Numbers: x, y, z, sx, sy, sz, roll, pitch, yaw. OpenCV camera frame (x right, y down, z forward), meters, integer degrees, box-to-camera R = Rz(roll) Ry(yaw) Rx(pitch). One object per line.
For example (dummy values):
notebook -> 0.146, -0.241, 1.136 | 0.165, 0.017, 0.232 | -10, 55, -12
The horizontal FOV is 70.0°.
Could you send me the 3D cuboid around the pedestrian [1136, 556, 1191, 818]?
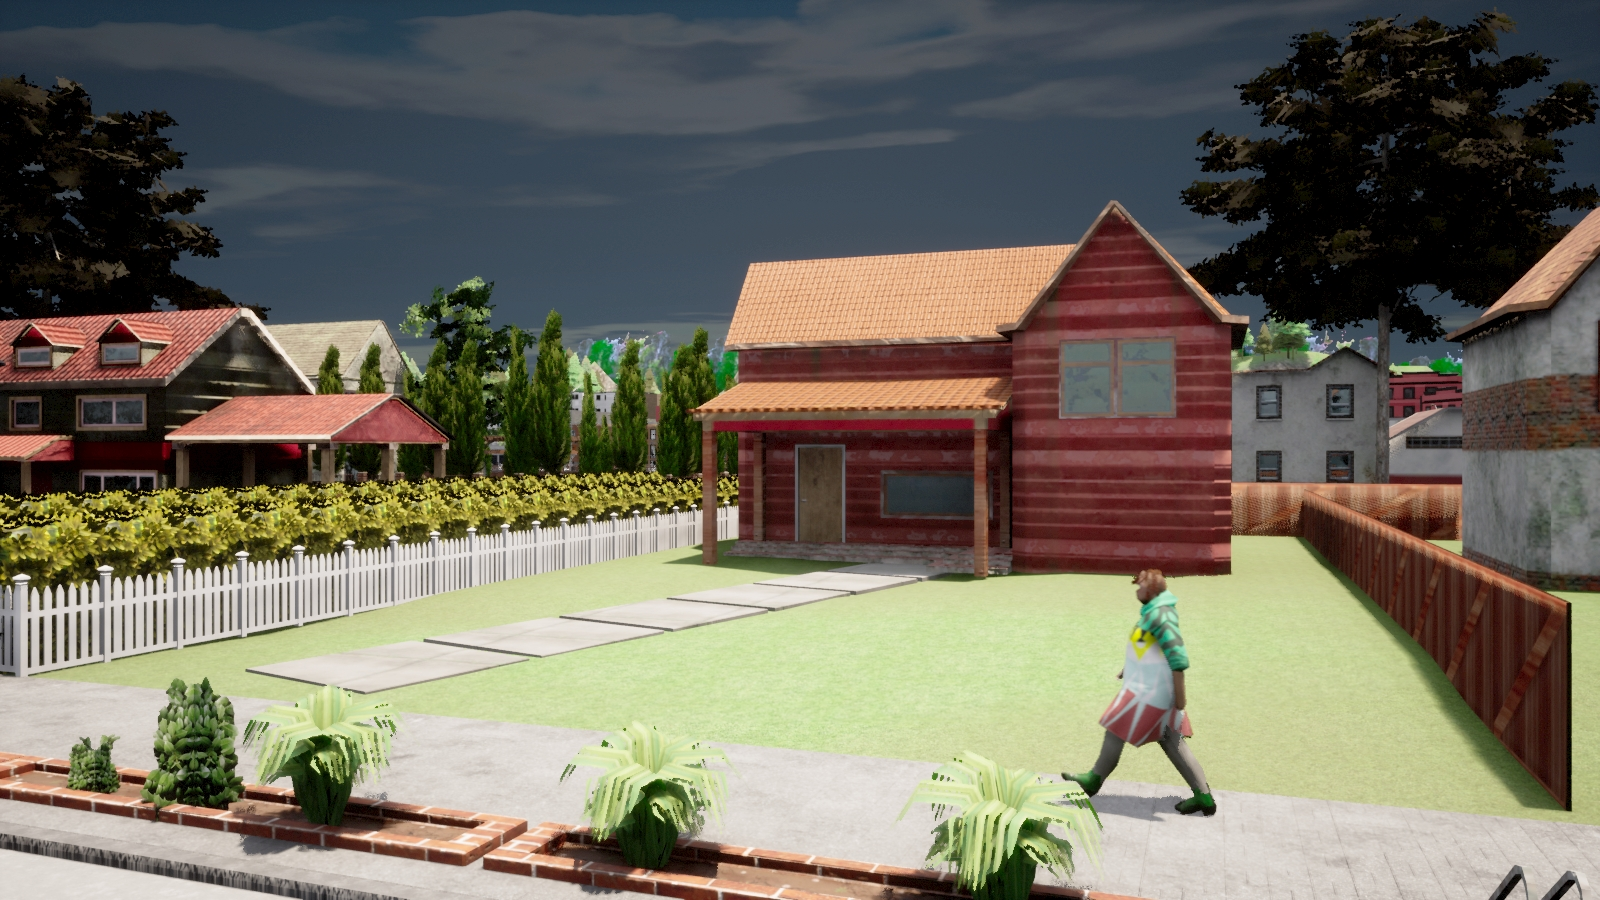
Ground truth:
pedestrian -> 2.721, 1.744, 8.549 | 0.375, 1.860, 0.375 | 0, 0, 20
